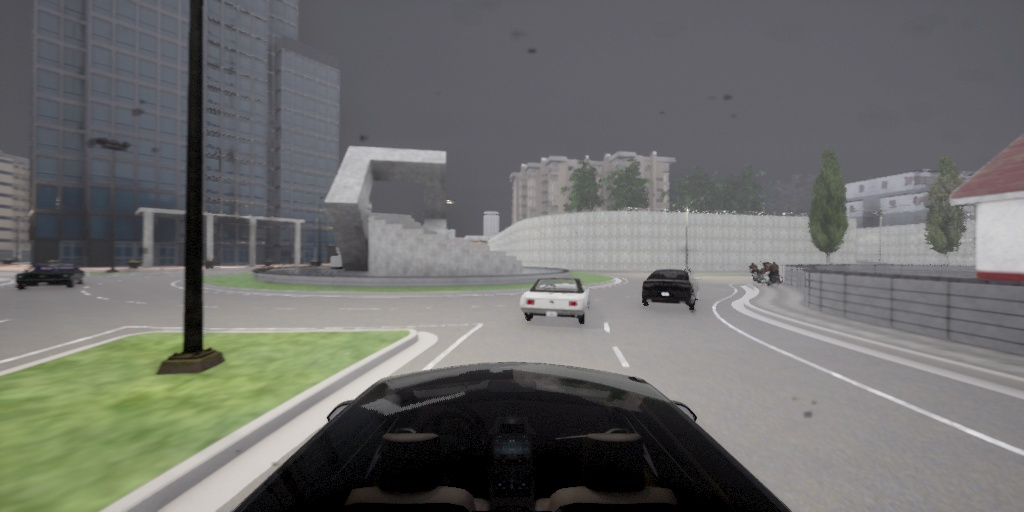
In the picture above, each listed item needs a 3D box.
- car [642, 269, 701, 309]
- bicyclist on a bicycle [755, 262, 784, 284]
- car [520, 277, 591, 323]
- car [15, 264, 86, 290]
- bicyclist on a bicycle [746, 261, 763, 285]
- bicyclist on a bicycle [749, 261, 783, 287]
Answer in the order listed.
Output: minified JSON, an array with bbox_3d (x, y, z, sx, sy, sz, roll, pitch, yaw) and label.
[{"bbox_3d":[6.997,1.292,15.596,1.882,1.535,5.008,0,0,30],"label":"car"},{"bbox_3d":[19.028,1.231,26.517,0.582,1.620,1.656,1,0,-41],"label":"bicyclist on a bicycle"},{"bbox_3d":[1.690,1.365,12.314,1.895,1.301,4.718,1,0,15],"label":"car"},{"bbox_3d":[-25.665,1.098,20.063,1.895,1.301,4.718,1,0,-44],"label":"car"},{"bbox_3d":[17.753,1.280,26.309,0.582,1.620,1.656,-4,-8,21],"label":"bicyclist on a bicycle"},{"bbox_3d":[16.266,1.204,22.894,1.656,1.620,0.582,0,0,1],"label":"bicyclist on a bicycle"}]
